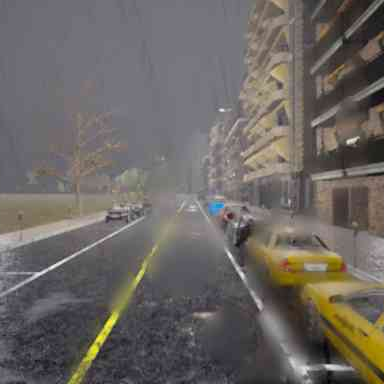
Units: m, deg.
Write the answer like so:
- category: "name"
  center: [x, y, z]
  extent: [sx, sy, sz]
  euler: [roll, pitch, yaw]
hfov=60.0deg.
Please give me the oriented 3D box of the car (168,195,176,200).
- category: "car"
  center: [-5.554, 1.528, 93.228]
  extent: [1.802, 1.307, 4.206]
  euler: [1, 0, 0]

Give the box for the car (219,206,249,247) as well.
- category: "car"
  center: [2.534, 1.539, 14.674]
  extent: [2.008, 1.369, 4.403]
  euler: [1, 0, 0]

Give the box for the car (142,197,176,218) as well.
- category: "car"
  center: [-2.829, 1.470, 29.491]
  extent: [2.128, 1.511, 4.902]
  euler: [0, 0, 0]

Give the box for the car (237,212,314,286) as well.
- category: "car"
  center: [2.549, 1.518, 9.184]
  extent: [1.752, 1.417, 4.829]
  euler: [1, 0, 0]

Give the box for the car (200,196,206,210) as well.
- category: "car"
  center: [2.459, 1.535, 42.979]
  extent: [1.947, 1.339, 4.313]
  euler: [1, 0, 0]

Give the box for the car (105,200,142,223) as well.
- category: "car"
  center: [-5.374, 1.531, 25.380]
  extent: [2.008, 1.369, 4.403]
  euler: [1, 0, 0]

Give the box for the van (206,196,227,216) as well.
- category: "van"
  center: [2.491, 1.318, 31.657]
  extent: [1.690, 1.788, 3.998]
  euler: [1, 0, 0]

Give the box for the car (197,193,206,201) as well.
- category: "car"
  center: [2.357, 1.265, 82.606]
  extent: [2.192, 1.841, 5.009]
  euler: [1, 0, 0]

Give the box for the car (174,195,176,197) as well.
- category: "car"
  center: [-5.539, 1.499, 87.574]
  extent: [2.008, 1.369, 4.403]
  euler: [1, 0, 0]

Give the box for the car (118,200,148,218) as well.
- category: "car"
  center: [-5.389, 1.527, 31.034]
  extent: [2.008, 1.369, 4.403]
  euler: [1, 0, 0]

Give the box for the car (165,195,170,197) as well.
- category: "car"
  center: [-5.463, 1.400, 59.304]
  extent: [1.967, 1.590, 4.097]
  euler: [1, 0, 0]

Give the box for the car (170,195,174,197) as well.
- category: "car"
  center: [-5.494, 1.499, 70.612]
  extent: [1.887, 1.381, 4.507]
  euler: [1, 0, 0]

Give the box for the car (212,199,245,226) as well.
- category: "car"
  center: [2.520, 1.425, 20.335]
  extent: [1.967, 1.590, 4.097]
  euler: [1, 0, 0]

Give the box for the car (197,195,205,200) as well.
- category: "car"
  center: [2.339, 1.493, 88.267]
  extent: [1.887, 1.381, 4.507]
  euler: [1, 0, 0]

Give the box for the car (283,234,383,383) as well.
- category: "car"
  center: [2.564, 1.523, 3.522]
  extent: [1.752, 1.417, 4.829]
  euler: [1, 0, 0]
